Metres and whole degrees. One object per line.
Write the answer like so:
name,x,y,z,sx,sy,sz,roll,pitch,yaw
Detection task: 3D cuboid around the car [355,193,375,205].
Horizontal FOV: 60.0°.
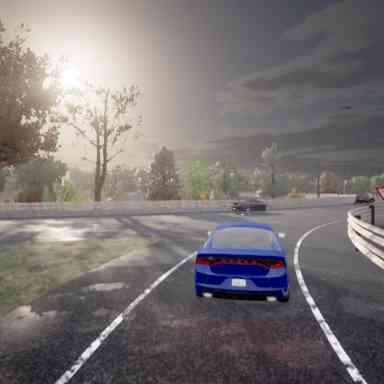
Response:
car,29.041,1.161,55.871,2.150,2.045,5.566,0,0,39

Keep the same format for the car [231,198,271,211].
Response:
car,6.372,1.460,35.579,4.892,1.490,1.837,0,0,-34

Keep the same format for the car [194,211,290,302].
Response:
car,1.322,1.473,8.385,1.882,1.535,5.008,0,0,11
